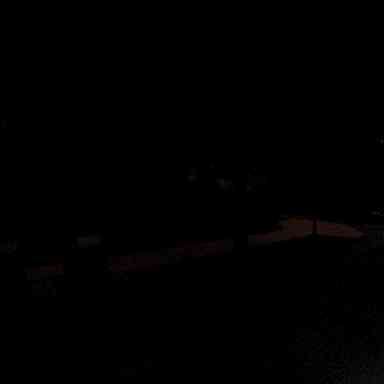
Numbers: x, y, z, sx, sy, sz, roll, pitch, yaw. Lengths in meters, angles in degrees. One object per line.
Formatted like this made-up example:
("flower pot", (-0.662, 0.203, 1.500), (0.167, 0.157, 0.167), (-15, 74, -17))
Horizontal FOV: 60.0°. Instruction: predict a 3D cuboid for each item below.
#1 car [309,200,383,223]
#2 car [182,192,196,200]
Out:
("car", (11.025, 1.349, 24.013), (4.892, 1.490, 1.837), (0, 0, 42))
("car", (0.320, 1.065, 33.676), (5.566, 2.045, 2.150), (0, 0, 42))
